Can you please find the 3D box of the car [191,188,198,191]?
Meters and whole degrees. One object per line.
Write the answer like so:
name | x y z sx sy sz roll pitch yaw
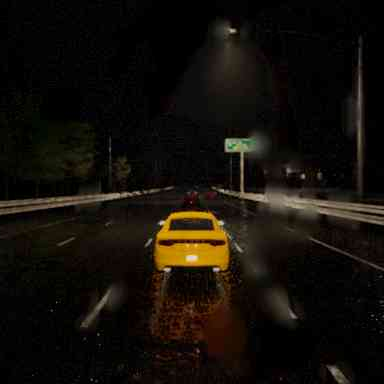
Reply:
car | 0.068 0.499 69.824 1.882 1.535 5.008 0 1 0

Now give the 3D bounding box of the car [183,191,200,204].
car | -0.057 0.962 39.837 1.882 1.535 5.008 0 1 0

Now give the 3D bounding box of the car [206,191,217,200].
car | 3.619 0.615 62.386 1.882 1.535 5.008 0 1 0

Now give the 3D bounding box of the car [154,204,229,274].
car | -0.009 1.350 10.188 1.882 1.535 5.008 0 1 0
